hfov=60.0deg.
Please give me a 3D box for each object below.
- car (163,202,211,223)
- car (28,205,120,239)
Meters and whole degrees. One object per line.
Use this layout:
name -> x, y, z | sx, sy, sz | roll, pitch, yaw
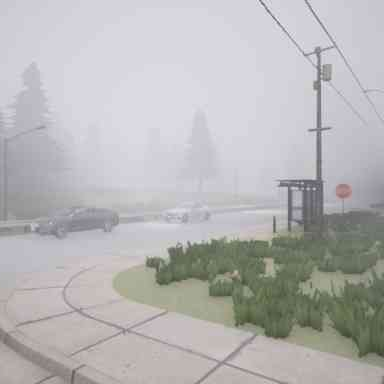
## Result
car -> -0.248, 1.523, 25.783 | 1.812, 1.442, 4.674 | 0, 0, 36
car -> -6.089, 1.489, 17.708 | 2.128, 1.511, 4.902 | 0, 0, 36
